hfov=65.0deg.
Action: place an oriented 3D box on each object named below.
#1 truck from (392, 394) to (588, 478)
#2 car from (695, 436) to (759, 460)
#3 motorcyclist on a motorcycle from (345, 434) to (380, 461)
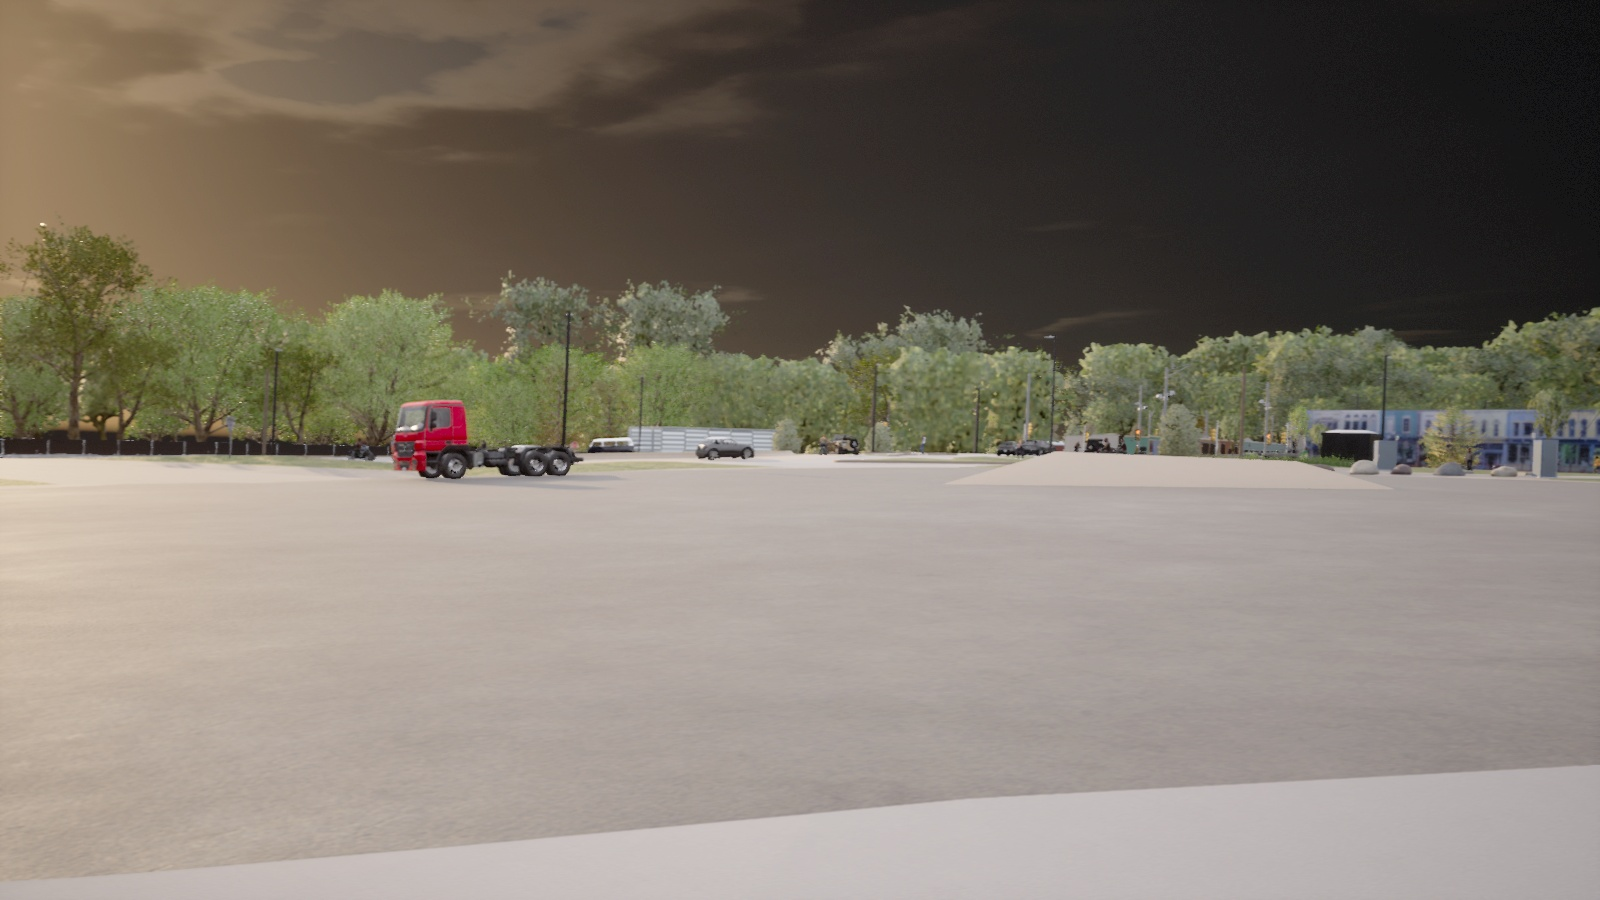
[{"bbox_3d":[-13.635,-0.595,55.701,7.936,3.462,2.891,0,0,-40],"label":"truck"},{"bbox_3d":[-4.908,-0.169,84.600,3.806,1.475,1.970,-1,3,-31],"label":"car"},{"bbox_3d":[-28.770,-0.179,82.647,2.350,1.649,0.766,3,0,30],"label":"motorcyclist on a motorcycle"}]
